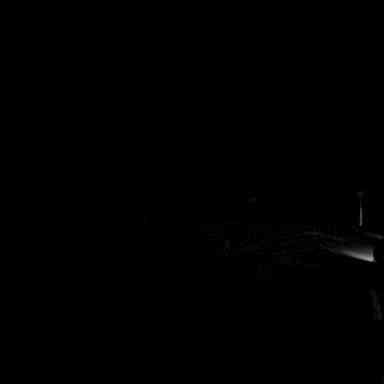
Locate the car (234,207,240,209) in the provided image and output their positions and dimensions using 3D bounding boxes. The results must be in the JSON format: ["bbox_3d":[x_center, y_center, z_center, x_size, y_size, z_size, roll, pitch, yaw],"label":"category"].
[{"bbox_3d":[10.674,4.085,77.192,1.994,1.385,4.181,0,-5,10],"label":"car"}]

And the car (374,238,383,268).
[{"bbox_3d":[6.124,1.596,8.591,1.994,1.385,4.181,0,0,20],"label":"car"}]
